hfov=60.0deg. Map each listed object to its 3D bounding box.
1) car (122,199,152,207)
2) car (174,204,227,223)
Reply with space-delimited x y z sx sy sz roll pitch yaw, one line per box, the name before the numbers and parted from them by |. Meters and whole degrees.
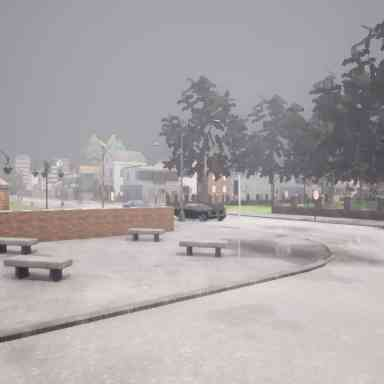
car | -5.818 1.526 35.181 1.812 1.442 4.674 0 0 -35
car | 0.613 1.601 26.090 1.895 1.301 4.718 0 0 -35
